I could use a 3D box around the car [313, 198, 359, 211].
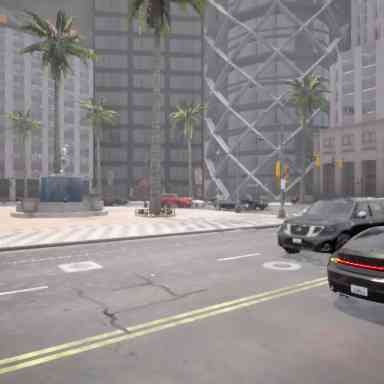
[{"bbox_3d":[17.726,1.491,41.200,2.128,1.511,4.902,0,0,-36],"label":"car"}]

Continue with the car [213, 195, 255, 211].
[{"bbox_3d":[4.752,1.492,40.427,2.128,1.511,4.902,0,0,-42],"label":"car"}]

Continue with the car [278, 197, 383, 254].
[{"bbox_3d":[5.634,1.221,12.333,5.566,2.045,2.150,0,0,-36],"label":"car"}]

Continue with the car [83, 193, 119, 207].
[{"bbox_3d":[-14.675,1.222,51.440,5.566,2.045,2.150,0,0,6],"label":"car"}]

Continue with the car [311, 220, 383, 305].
[{"bbox_3d":[4.956,1.505,7.331,4.892,1.490,1.837,0,0,-35],"label":"car"}]

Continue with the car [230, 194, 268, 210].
[{"bbox_3d":[7.121,1.221,43.111,2.150,2.045,5.566,0,0,-41],"label":"car"}]

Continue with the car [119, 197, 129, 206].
[{"bbox_3d":[-13.263,1.221,54.738,5.566,2.045,2.150,0,0,8],"label":"car"}]

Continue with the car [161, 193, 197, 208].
[{"bbox_3d":[-2.536,1.221,47.080,5.566,2.045,2.150,0,0,31],"label":"car"}]

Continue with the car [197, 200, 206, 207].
[{"bbox_3d":[-0.167,1.526,49.595,4.674,1.442,1.812,0,0,32],"label":"car"}]
